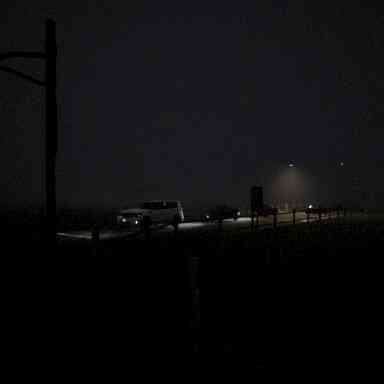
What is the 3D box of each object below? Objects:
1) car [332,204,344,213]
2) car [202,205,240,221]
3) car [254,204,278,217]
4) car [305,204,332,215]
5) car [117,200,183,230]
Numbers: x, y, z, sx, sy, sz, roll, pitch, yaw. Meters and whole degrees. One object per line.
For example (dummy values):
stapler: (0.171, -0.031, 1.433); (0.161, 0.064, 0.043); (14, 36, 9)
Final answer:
car: (23.361, 2.670, 54.192); (1.812, 1.442, 4.674); (0, -1, 37)
car: (2.902, 2.067, 32.525); (2.128, 1.511, 4.902); (0, -1, 36)
car: (8.936, 2.265, 40.752); (2.128, 1.511, 4.902); (0, -1, 36)
car: (17.166, 2.483, 45.761); (2.033, 1.411, 5.357); (0, -1, 36)
car: (-2.917, 1.608, 24.590); (2.150, 2.045, 5.566); (0, -1, 36)
